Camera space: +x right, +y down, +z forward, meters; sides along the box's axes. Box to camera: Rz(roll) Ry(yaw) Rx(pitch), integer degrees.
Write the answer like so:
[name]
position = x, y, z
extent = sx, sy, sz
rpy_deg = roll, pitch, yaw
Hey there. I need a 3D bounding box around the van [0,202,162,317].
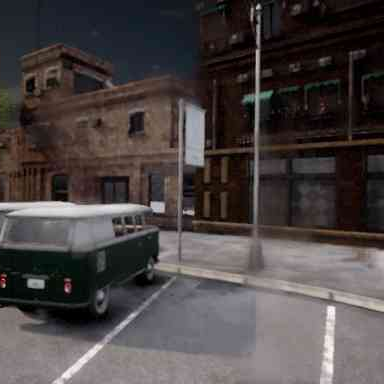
[van]
position = -2.091, 1.284, 7.590
extent = 1.878, 1.987, 4.442
rpy_deg = 0, -1, 13
